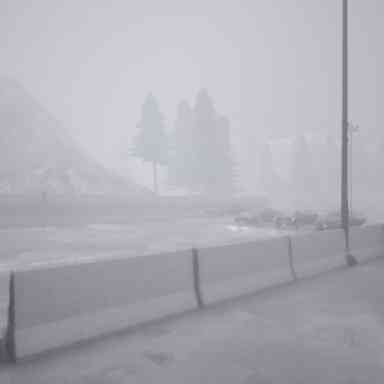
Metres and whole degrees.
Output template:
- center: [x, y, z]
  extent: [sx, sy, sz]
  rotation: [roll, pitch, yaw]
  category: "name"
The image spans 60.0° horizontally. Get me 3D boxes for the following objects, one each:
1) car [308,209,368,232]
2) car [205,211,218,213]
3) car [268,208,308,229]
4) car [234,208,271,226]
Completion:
- center: [10.036, 1.916, 22.188]
  extent: [4.892, 1.490, 1.837]
  rotation: [2, -1, -42]
  category: "car"
- center: [3.511, 1.632, 30.435]
  extent: [5.357, 1.411, 2.033]
  rotation: [1, -1, -42]
  category: "car"
- center: [8.156, 2.040, 25.195]
  extent: [4.718, 1.301, 1.895]
  rotation: [1, -1, -42]
  category: "car"
- center: [5.843, 2.017, 27.822]
  extent: [5.357, 1.411, 2.033]
  rotation: [1, -1, -42]
  category: "car"
